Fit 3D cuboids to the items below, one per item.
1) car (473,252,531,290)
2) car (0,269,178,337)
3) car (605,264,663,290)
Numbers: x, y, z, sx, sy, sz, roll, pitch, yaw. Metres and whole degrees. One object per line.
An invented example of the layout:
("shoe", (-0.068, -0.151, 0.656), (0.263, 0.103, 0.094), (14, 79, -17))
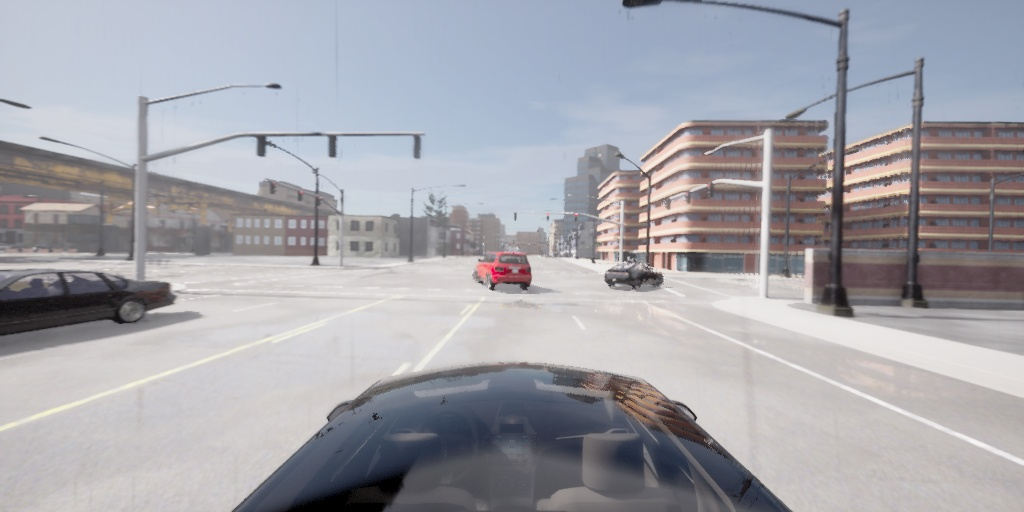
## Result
("car", (-0.641, 0.773, 20.553), (2.150, 2.045, 5.566), (2, 1, -17))
("car", (-10.422, 0.989, 7.663), (2.033, 1.411, 5.357), (1, 0, 2))
("car", (7.782, 1.230, 22.651), (4.902, 1.511, 2.128), (1, 0, -43))
